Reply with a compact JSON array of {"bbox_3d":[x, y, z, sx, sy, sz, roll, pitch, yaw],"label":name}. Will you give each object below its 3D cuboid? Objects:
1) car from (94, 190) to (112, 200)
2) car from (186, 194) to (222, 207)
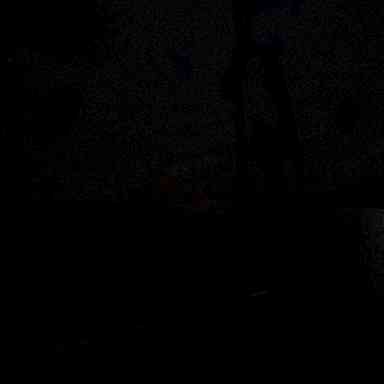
[{"bbox_3d":[-15.453,0.473,57.754,1.882,1.535,5.008,-2,2,-35],"label":"car"},{"bbox_3d":[1.141,0.896,34.183,1.994,1.385,4.181,-2,2,-35],"label":"car"}]
